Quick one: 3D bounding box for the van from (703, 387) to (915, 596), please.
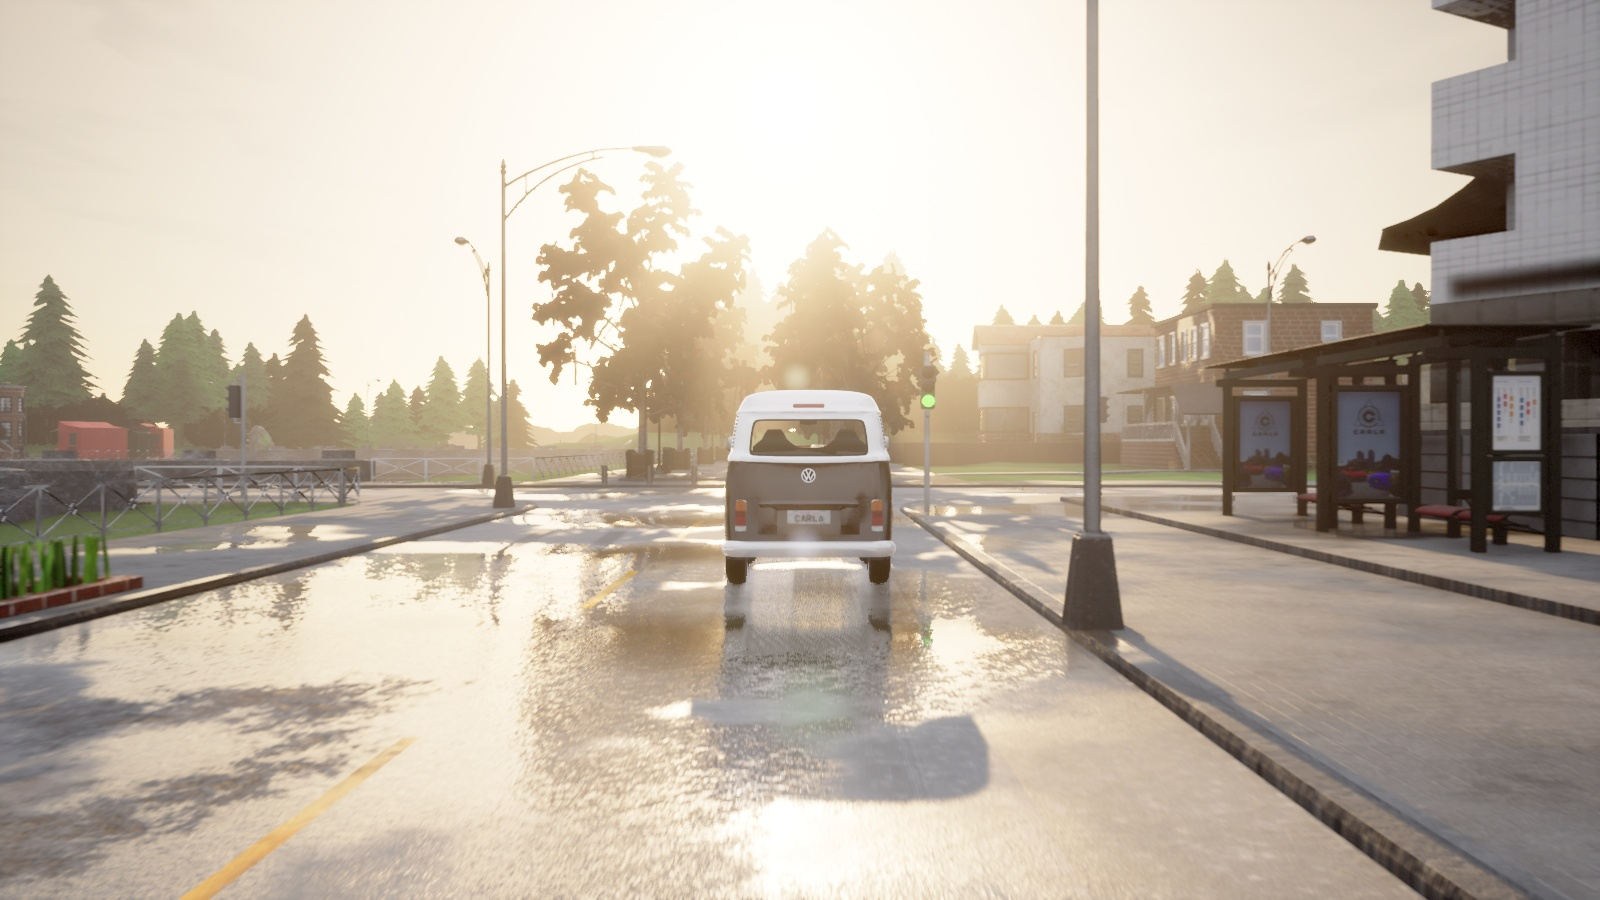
[{"bbox_3d":[0.099,0.388,14.476,2.069,2.038,4.480,0,0,0],"label":"van"}]
